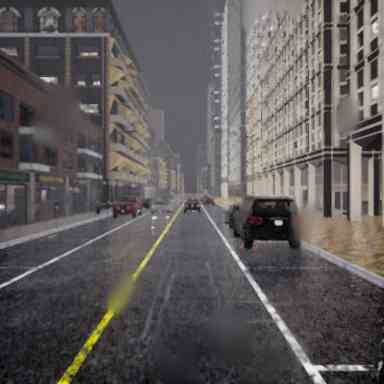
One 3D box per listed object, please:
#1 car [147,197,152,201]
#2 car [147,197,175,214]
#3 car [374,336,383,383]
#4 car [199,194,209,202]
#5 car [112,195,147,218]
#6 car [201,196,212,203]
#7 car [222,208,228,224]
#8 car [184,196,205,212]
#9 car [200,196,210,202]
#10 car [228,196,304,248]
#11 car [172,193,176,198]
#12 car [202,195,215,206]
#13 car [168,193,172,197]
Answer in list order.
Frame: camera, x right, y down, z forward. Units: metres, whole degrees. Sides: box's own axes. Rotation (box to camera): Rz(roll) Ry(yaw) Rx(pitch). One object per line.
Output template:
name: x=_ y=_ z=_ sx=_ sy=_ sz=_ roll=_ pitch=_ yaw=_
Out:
car: x=-5.690 y=1.472 z=41.206 sx=1.947 sy=1.339 sz=4.313 roll=0 pitch=0 yaw=0
car: x=-3.096 y=1.521 z=34.255 sx=1.895 sy=1.301 sz=4.718 roll=0 pitch=0 yaw=0
car: x=2.690 y=1.546 z=1.666 sx=2.008 sy=1.369 sz=4.403 roll=0 pitch=0 yaw=0
car: x=2.691 y=1.289 z=75.097 sx=1.967 sy=1.590 sz=4.097 roll=0 pitch=0 yaw=0
car: x=-5.690 y=1.245 z=29.908 sx=2.192 sy=1.841 sz=5.009 roll=0 pitch=0 yaw=0
car: x=2.691 y=1.431 z=63.800 sx=1.947 sy=1.339 sz=4.313 roll=0 pitch=0 yaw=0
car: x=3.145 y=1.453 z=21.575 sx=1.837 sy=1.490 sz=4.892 roll=0 pitch=0 yaw=0
car: x=0.062 y=1.461 z=36.772 sx=2.033 sy=1.411 sz=5.357 roll=0 pitch=0 yaw=0
car: x=2.690 y=1.439 z=69.449 sx=1.802 sy=1.307 sz=4.206 roll=0 pitch=0 yaw=0
car: x=3.106 y=1.192 z=14.604 sx=2.150 sy=2.045 sz=5.566 roll=0 pitch=0 yaw=0
car: x=-5.690 y=1.391 z=92.043 sx=1.947 sy=1.339 sz=4.313 roll=0 pitch=0 yaw=0
car: x=2.690 y=1.466 z=52.503 sx=1.802 sy=1.307 sz=4.206 roll=0 pitch=0 yaw=0
car: x=-5.689 y=1.402 z=69.449 sx=1.887 sy=1.381 sz=4.507 roll=0 pitch=0 yaw=0
